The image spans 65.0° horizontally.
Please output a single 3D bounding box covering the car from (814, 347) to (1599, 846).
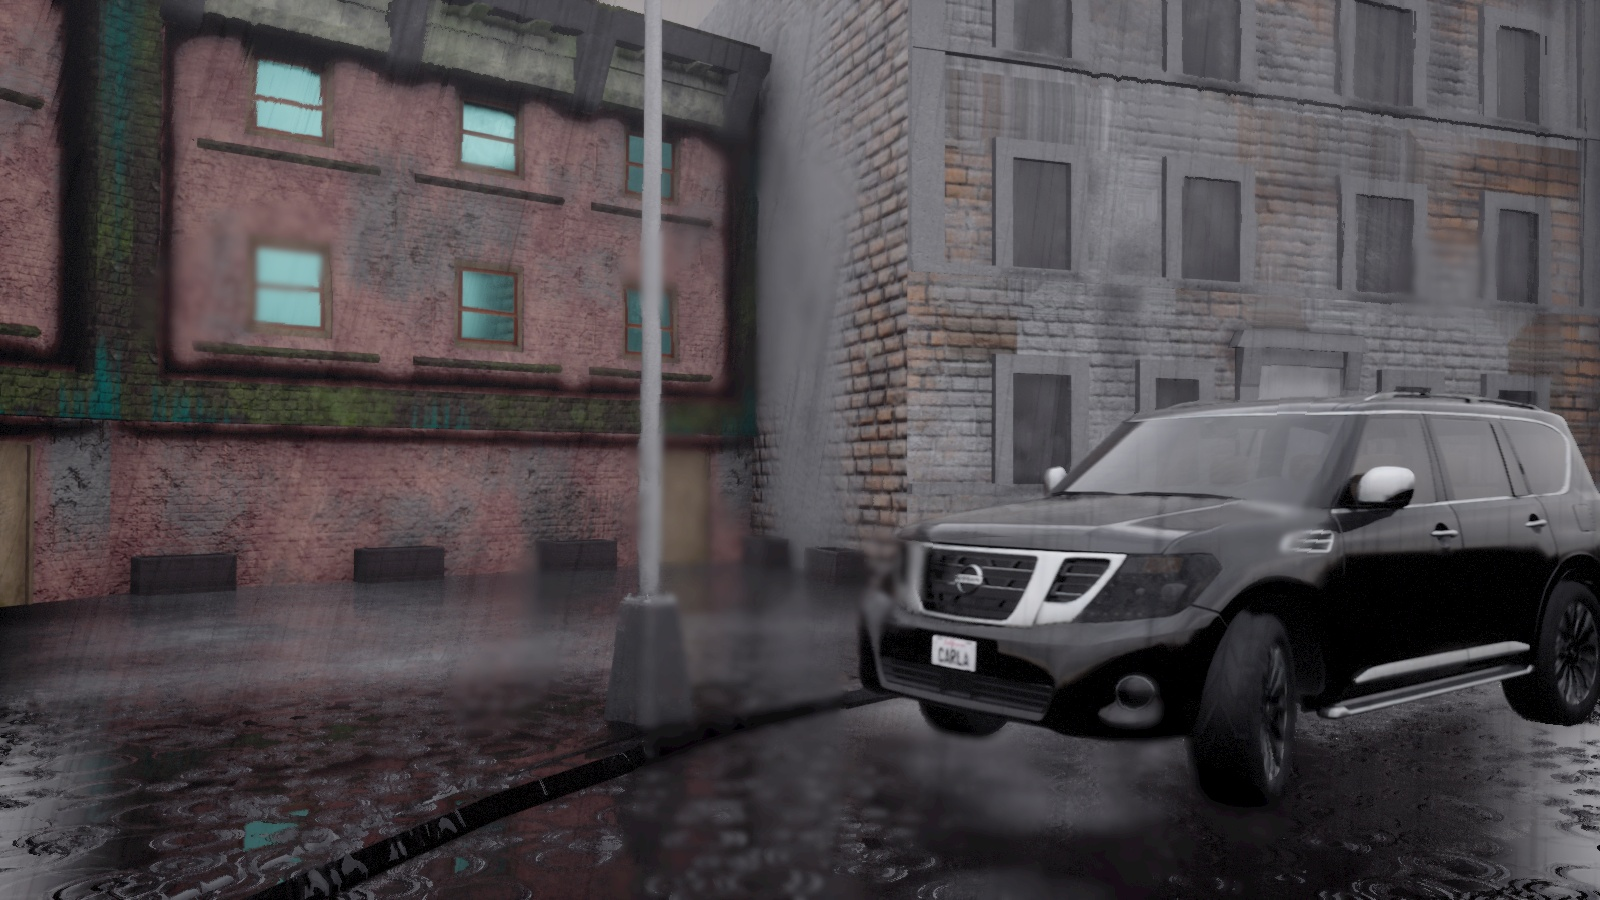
[{"bbox_3d":[2.952,0.648,7.692,5.566,2.045,2.150,1,-1,-37],"label":"car"}]
